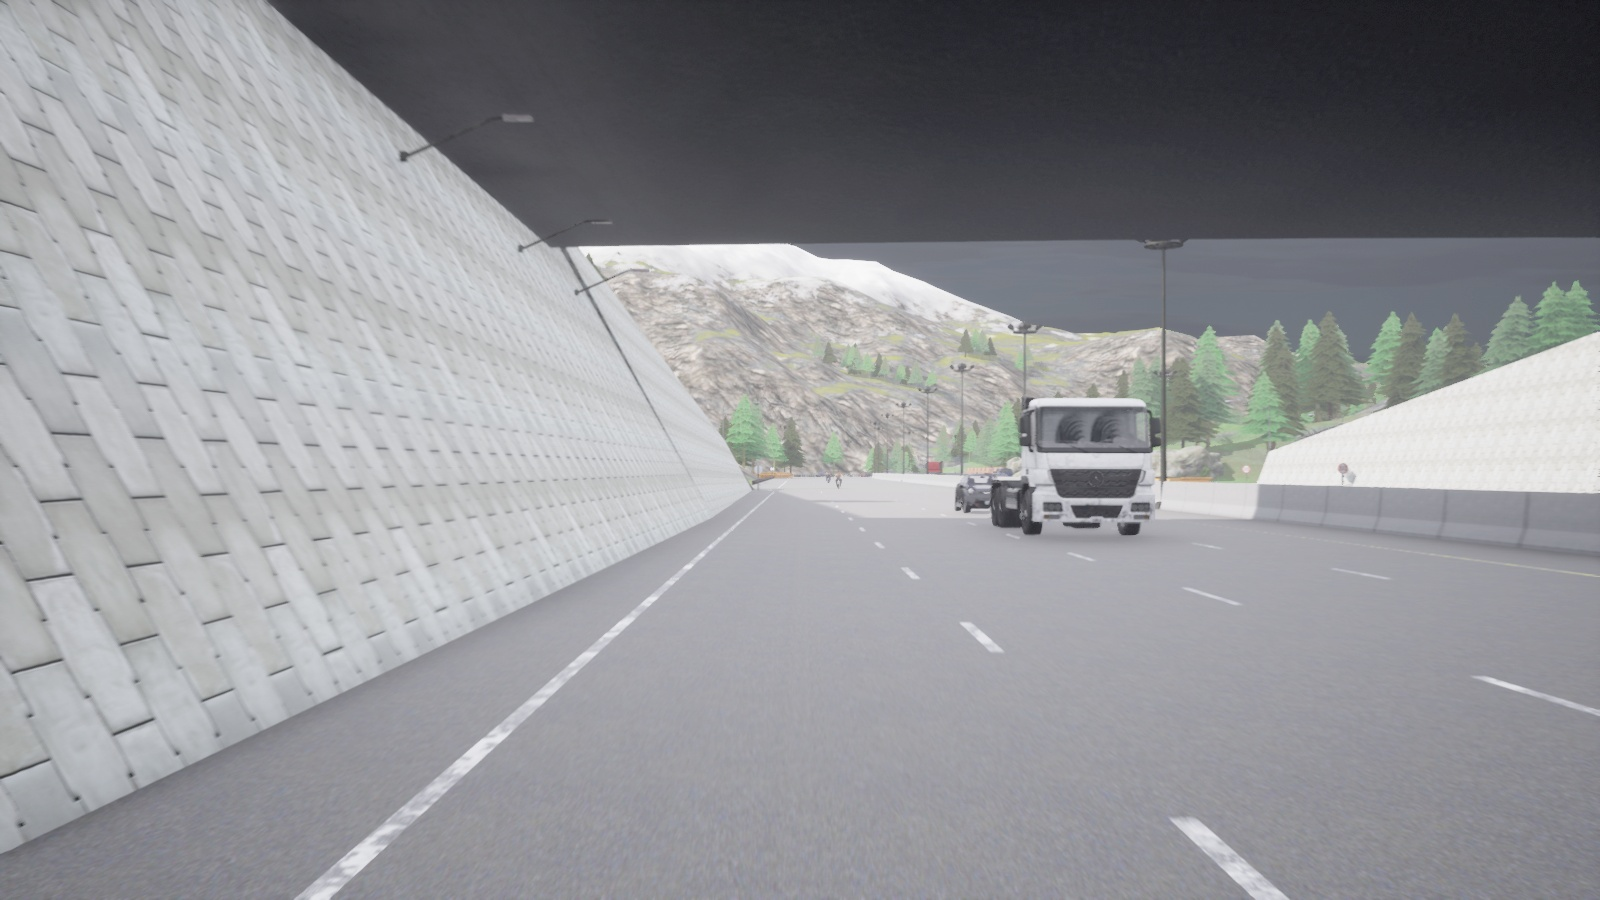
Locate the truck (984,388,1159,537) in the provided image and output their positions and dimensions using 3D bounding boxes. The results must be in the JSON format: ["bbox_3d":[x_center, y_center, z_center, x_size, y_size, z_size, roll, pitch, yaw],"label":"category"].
[{"bbox_3d":[6.928,0.361,33.355,2.891,3.462,7.936,0,-1,0],"label":"truck"}]

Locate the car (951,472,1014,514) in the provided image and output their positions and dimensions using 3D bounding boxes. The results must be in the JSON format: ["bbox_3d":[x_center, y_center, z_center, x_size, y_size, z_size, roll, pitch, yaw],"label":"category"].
[{"bbox_3d":[6.913,1.598,47.866,1.845,1.501,3.633,0,-1,0],"label":"car"}]
